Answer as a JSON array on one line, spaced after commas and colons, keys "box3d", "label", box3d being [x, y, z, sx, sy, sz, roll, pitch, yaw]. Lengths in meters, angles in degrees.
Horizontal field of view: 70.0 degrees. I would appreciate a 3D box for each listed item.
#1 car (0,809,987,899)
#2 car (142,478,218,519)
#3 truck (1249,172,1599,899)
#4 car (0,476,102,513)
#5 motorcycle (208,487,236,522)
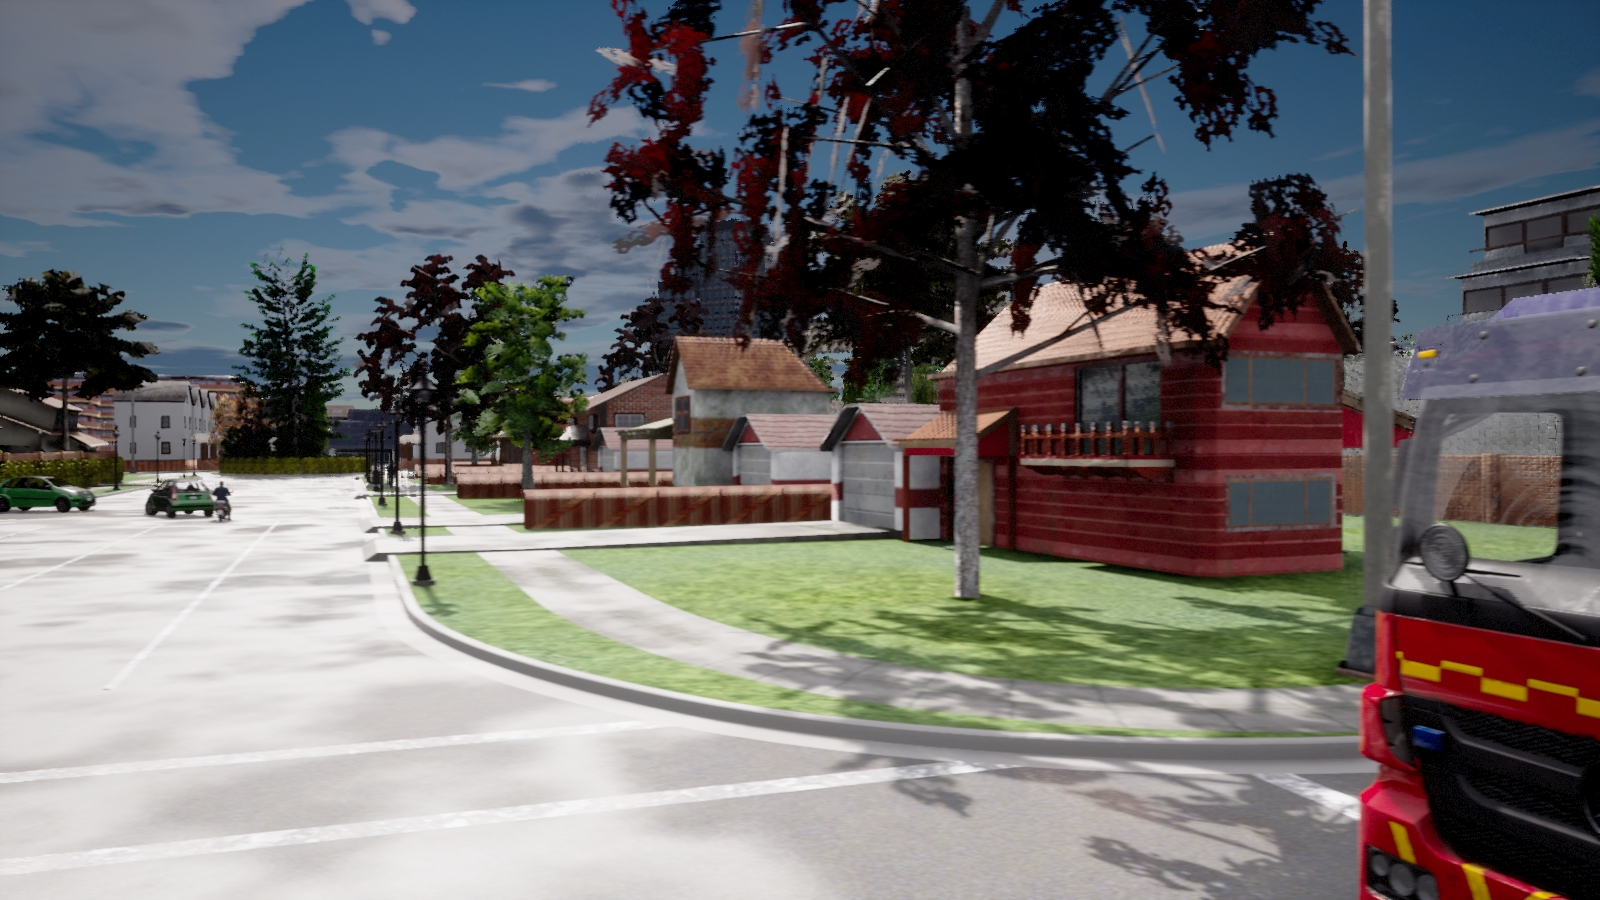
[{"box3d": [-2.045, 2.103, 3.001, 5.357, 1.411, 2.033, 0, 0, -9], "label": "car"}, {"box3d": [-26.916, 2.055, 49.523, 1.851, 1.617, 3.988, 0, 0, -45], "label": "car"}, {"box3d": [6.821, 0.878, 6.026, 8.468, 3.827, 2.891, 0, 0, -20], "label": "truck"}, {"box3d": [-34.465, 2.002, 52.195, 3.988, 1.617, 1.851, 0, 0, 0], "label": "car"}, {"box3d": [-23.289, 2.178, 46.029, 0.856, 1.341, 1.805, 0, 0, -22], "label": "motorcycle"}]
